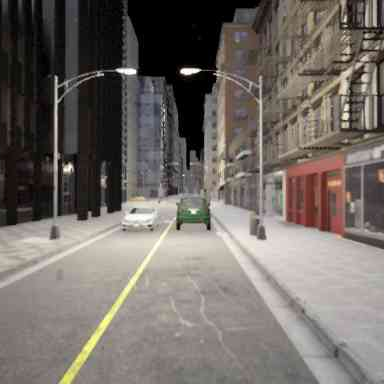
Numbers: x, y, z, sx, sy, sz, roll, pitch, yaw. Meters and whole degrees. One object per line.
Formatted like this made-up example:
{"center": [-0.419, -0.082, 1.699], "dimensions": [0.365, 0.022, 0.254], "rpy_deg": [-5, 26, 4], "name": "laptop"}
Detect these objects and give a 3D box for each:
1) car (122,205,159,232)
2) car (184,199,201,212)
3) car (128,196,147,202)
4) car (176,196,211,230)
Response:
{"center": [-3.101, 1.575, 20.791], "dimensions": [1.812, 1.442, 4.674], "rpy_deg": [0, 0, 0], "name": "car"}
{"center": [0.061, 1.639, 41.690], "dimensions": [2.033, 1.411, 5.357], "rpy_deg": [0, 0, 0], "name": "car"}
{"center": [-14.398, 1.849, 88.087], "dimensions": [4.829, 1.417, 1.752], "rpy_deg": [-1, 0, 0], "name": "car"}
{"center": [0.096, 1.273, 21.898], "dimensions": [2.150, 2.045, 5.566], "rpy_deg": [0, 0, 0], "name": "car"}
